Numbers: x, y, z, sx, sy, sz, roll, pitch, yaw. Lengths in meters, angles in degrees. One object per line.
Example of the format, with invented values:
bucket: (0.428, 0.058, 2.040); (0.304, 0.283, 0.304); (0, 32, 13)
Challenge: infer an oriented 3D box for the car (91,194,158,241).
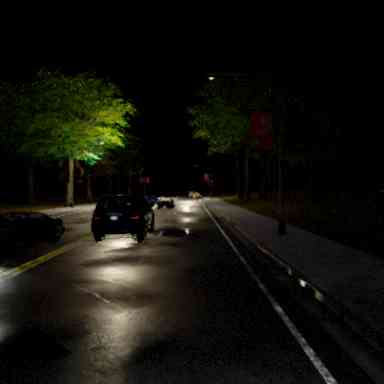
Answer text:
car: (-3.137, 1.122, 16.070); (2.150, 2.045, 5.566); (0, 0, 0)

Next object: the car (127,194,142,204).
car: (-9.752, 1.170, 56.725); (1.812, 1.442, 4.674); (0, 0, 1)

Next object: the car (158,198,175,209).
car: (-3.117, 1.346, 40.778); (1.895, 1.301, 4.718); (0, 0, 0)

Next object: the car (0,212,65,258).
car: (-6.591, 1.469, 12.635); (2.033, 1.411, 5.357); (0, 0, 0)

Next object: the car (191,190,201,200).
car: (1.199, 0.976, 77.609); (1.801, 1.575, 5.366); (0, 0, 0)

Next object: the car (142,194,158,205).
car: (-6.531, 1.148, 52.462); (1.882, 1.535, 5.008); (0, 0, 0)
